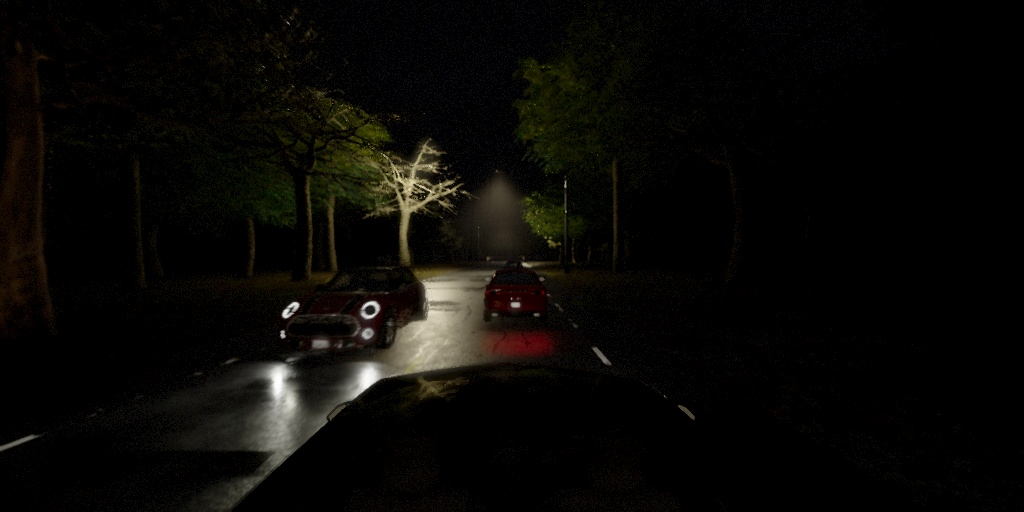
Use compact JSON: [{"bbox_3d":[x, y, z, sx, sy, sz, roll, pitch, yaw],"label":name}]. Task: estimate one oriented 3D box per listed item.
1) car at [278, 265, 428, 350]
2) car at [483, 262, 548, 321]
[{"bbox_3d":[-3.598,1.052,8.984,2.097,1.767,4.553,0,0,0],"label":"car"},{"bbox_3d":[0.103,1.156,12.223,1.882,1.535,5.008,0,0,0],"label":"car"}]
